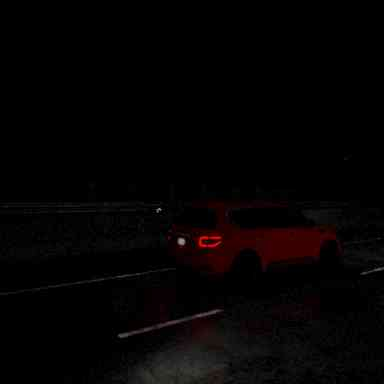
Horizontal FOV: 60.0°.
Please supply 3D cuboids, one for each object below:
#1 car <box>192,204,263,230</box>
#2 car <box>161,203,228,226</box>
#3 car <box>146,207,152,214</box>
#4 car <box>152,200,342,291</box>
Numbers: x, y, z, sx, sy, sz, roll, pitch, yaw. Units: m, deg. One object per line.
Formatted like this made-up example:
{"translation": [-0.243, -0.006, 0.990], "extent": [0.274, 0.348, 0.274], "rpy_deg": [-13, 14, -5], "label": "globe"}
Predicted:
{"translation": [2.508, 1.654, 22.962], "extent": [4.892, 1.490, 1.837], "rpy_deg": [1, 0, -35], "label": "car"}
{"translation": [0.233, 1.623, 25.639], "extent": [5.008, 1.535, 1.882], "rpy_deg": [1, 0, -35], "label": "car"}
{"translation": [-1.639, 1.500, 28.601], "extent": [4.553, 1.767, 2.097], "rpy_deg": [1, 0, -35], "label": "car"}
{"translation": [1.930, 1.280, 9.417], "extent": [5.566, 2.045, 2.150], "rpy_deg": [0, 0, -35], "label": "car"}
